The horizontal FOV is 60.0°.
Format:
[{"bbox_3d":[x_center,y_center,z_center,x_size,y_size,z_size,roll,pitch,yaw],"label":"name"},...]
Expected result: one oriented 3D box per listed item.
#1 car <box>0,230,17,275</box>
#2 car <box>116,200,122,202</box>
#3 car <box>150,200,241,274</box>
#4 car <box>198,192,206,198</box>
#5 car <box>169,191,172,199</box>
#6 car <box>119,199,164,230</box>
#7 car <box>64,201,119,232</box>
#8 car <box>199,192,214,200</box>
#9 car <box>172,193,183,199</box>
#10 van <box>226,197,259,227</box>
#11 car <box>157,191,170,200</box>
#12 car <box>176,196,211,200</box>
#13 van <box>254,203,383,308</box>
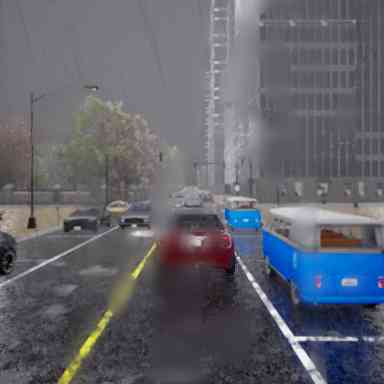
[{"bbox_3d":[-5.689,1.519,7.531,1.947,1.339,4.313,0,0,0],"label":"car"},{"bbox_3d":[-5.814,1.339,26.160,1.752,1.417,4.829,0,0,0],"label":"car"},{"bbox_3d":[0.089,1.284,10.443,2.097,1.767,4.553,0,0,0],"label":"car"},{"bbox_3d":[2.704,0.748,91.135,1.967,1.590,4.097,0,0,0],"label":"car"},{"bbox_3d":[-5.681,1.041,68.413,2.008,1.369,4.403,0,0,0],"label":"car"},{"bbox_3d":[-3.082,1.405,20.434,2.033,1.411,5.357,0,0,0],"label":"car"},{"bbox_3d":[-5.767,1.435,18.927,1.947,1.339,4.313,0,0,0],"label":"car"},{"bbox_3d":[2.700,1.018,57.050,1.967,1.590,4.097,0,0,0],"label":"car"},{"bbox_3d":[-2.992,0.963,78.677,1.994,1.385,4.181,0,0,0],"label":"car"},{"bbox_3d":[2.777,1.210,18.925,1.690,1.788,3.998,0,0,0],"label":"van"},{"bbox_3d":[-5.681,1.079,62.730,1.887,1.381,4.507,0,0,0],"label":"car"},{"bbox_3d":[0.090,1.313,25.042,2.128,1.511,4.902,0,0,0],"label":"car"},{"bbox_3d":[2.693,1.294,7.529,1.690,1.788,3.998,0,0,0],"label":"van"}]
